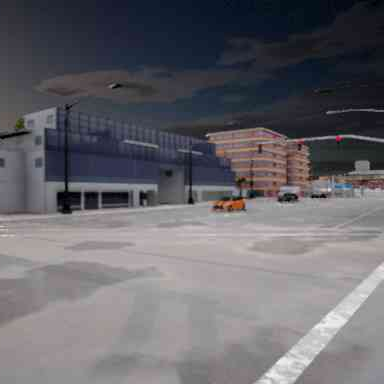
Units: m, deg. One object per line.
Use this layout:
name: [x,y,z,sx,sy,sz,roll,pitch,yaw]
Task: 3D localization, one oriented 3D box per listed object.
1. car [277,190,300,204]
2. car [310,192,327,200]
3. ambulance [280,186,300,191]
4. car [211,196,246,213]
car: [14.379,0.919,49.513,1.837,1.490,4.892,0,2,36]
car: [23.928,0.687,62.704,2.033,1.411,5.357,0,0,36]
ambulance: [17.256,0.233,59.393,2.351,2.431,6.366,0,1,36]
car: [3.869,1.202,34.860,2.097,1.767,4.553,0,1,36]
